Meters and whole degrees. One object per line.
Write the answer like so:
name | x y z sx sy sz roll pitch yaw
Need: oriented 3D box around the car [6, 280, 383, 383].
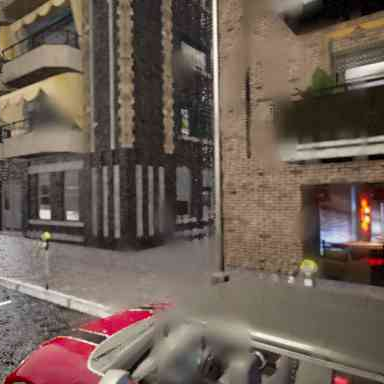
car | 0.334 1.451 2.494 4.097 1.590 1.967 -1 -1 35
